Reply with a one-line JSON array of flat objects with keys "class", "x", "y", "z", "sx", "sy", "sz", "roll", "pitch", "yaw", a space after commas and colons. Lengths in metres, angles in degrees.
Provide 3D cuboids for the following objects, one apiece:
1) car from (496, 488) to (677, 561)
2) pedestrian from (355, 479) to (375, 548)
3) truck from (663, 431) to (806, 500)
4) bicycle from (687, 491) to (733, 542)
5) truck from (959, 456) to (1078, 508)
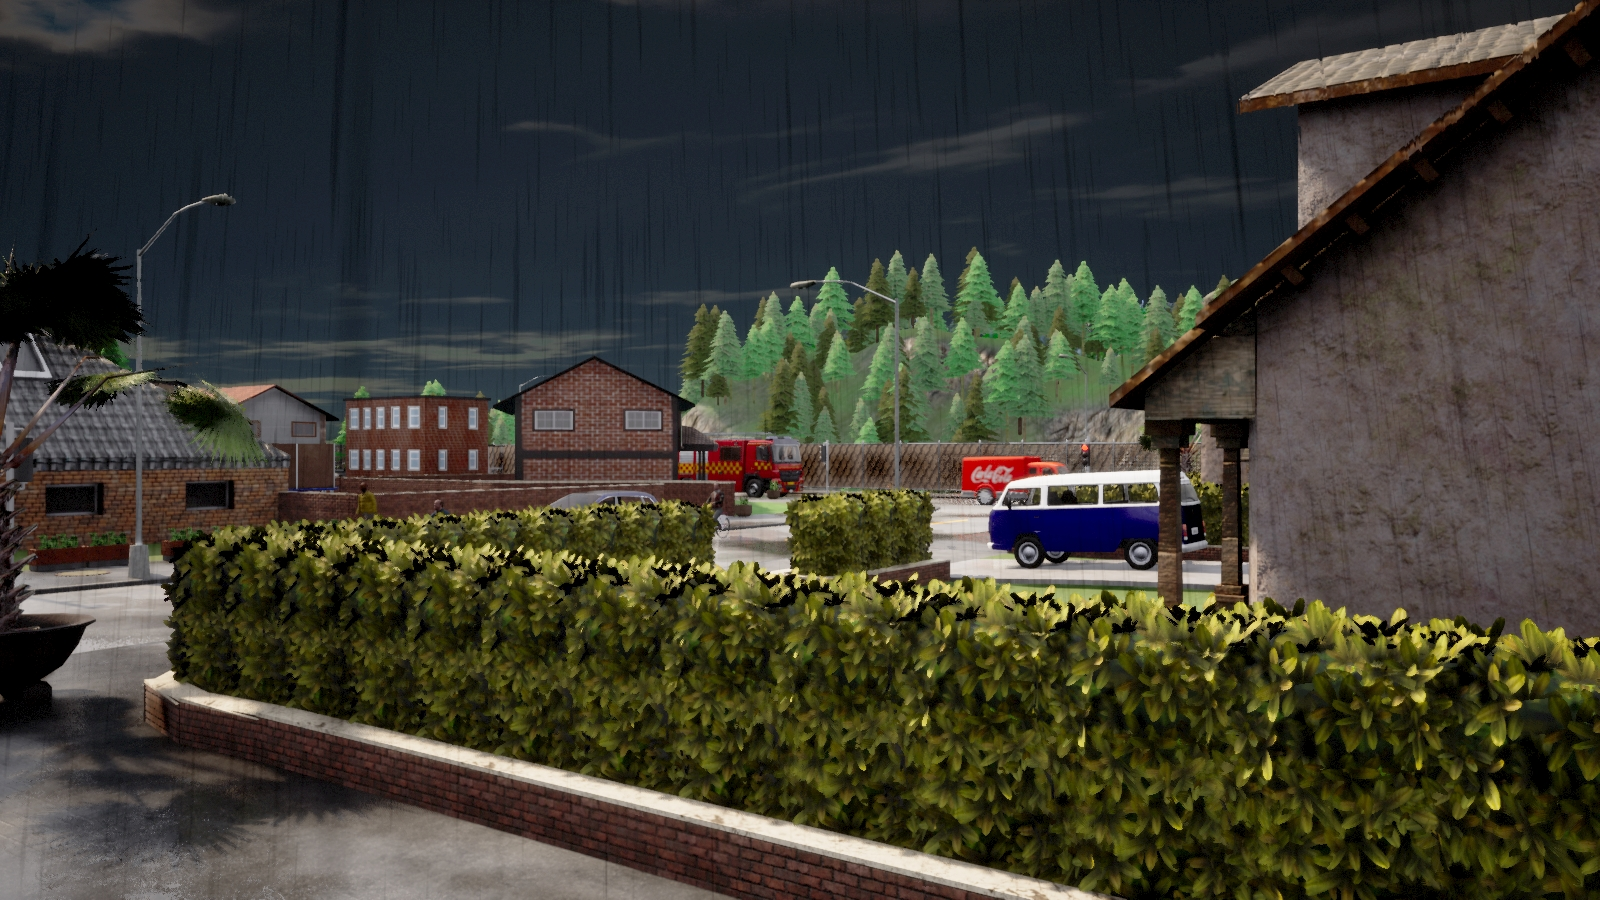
[{"class": "car", "x": -5.756, "y": 1.958, "z": 31.296, "sx": 2.242, "sy": 1.667, "sz": 4.611, "roll": 0, "pitch": 0, "yaw": 35}, {"class": "pedestrian", "x": -11.945, "y": 1.732, "z": 31.354, "sx": 0.375, "sy": 1.860, "sz": 0.375, "roll": 0, "pitch": 0, "yaw": 33}, {"class": "truck", "x": -3.975, "y": 0.874, "z": 67.647, "sx": 8.468, "sy": 3.827, "sz": 2.891, "roll": 0, "pitch": 0, "yaw": 35}, {"class": "bicycle", "x": -2.784, "y": 2.051, "z": 35.584, "sx": 0.329, "sy": 1.471, "sz": 1.835, "roll": 0, "pitch": 0, "yaw": 35}, {"class": "truck", "x": 10.920, "y": 1.562, "z": 57.231, "sx": 5.204, "sy": 2.467, "sz": 2.627, "roll": 0, "pitch": 0, "yaw": 35}]
